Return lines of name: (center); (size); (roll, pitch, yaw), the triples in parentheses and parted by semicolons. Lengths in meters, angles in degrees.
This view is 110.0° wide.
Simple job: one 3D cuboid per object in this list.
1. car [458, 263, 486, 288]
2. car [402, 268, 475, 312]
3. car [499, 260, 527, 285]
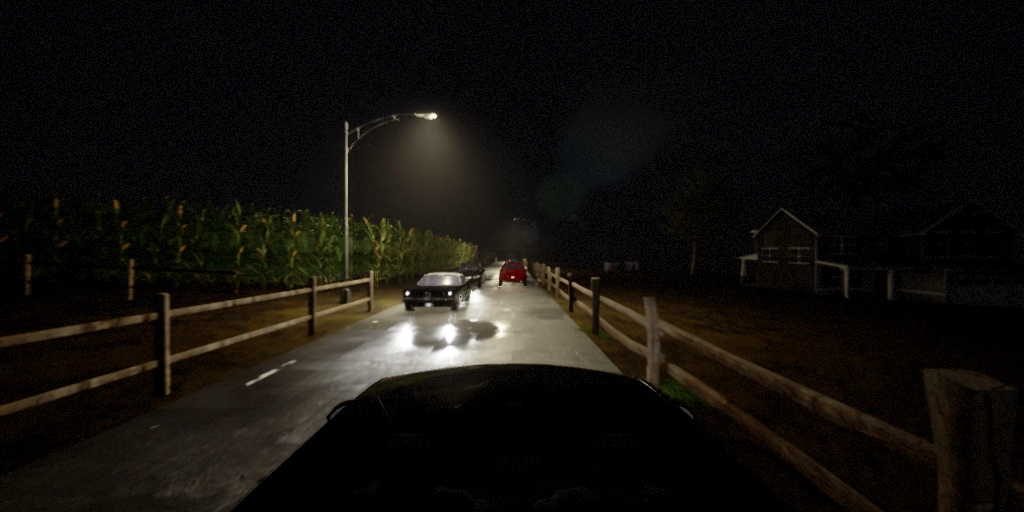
car: (-2.749, 1.206, 23.606); (2.128, 1.511, 4.902); (0, 0, 0)
car: (-2.783, 1.334, 14.226); (1.895, 1.301, 4.718); (0, 0, 1)
car: (0.064, 1.188, 25.540); (1.882, 1.535, 5.008); (0, 1, 0)
